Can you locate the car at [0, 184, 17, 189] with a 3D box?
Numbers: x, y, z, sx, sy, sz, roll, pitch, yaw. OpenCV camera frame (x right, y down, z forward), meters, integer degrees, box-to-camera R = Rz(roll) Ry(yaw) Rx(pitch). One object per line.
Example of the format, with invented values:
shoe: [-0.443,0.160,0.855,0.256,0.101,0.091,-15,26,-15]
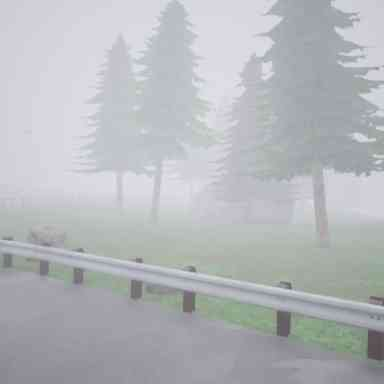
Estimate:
car: [-37.957,-0.693,67.884,2.150,2.045,5.566,1,1,11]

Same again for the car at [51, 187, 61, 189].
car: [-33.864,-0.587,82.863,1.837,1.490,4.892,1,1,-4]

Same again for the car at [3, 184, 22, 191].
car: [-44.338,-1.149,82.234,2.128,1.511,4.902,1,1,-4]

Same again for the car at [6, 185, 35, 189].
car: [-34.506,-0.241,67.345,1.895,1.301,4.718,1,1,11]
